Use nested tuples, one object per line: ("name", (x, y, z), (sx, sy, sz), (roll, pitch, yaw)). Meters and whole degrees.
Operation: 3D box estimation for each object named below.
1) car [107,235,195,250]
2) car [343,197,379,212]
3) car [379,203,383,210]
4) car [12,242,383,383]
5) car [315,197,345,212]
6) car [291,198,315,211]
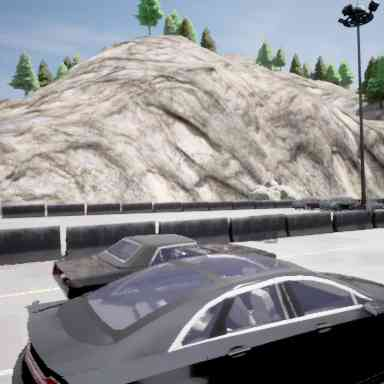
("car", (-0.374, 1.599, 7.200), (4.718, 1.301, 1.895), (0, 0, -30))
("car", (18.132, 1.534, 34.549), (4.181, 1.385, 1.994), (0, 0, -30))
("car", (20.251, 1.533, 31.735), (4.181, 1.385, 1.994), (0, 0, -30))
("car", (0.728, 1.489, 3.788), (4.902, 1.511, 2.128), (0, 0, -30))
("car", (16.581, 1.322, 37.696), (4.553, 1.767, 2.097), (0, 0, -30))
("car", (14.215, 1.477, 40.368), (4.892, 1.490, 1.837), (0, 0, -30))
